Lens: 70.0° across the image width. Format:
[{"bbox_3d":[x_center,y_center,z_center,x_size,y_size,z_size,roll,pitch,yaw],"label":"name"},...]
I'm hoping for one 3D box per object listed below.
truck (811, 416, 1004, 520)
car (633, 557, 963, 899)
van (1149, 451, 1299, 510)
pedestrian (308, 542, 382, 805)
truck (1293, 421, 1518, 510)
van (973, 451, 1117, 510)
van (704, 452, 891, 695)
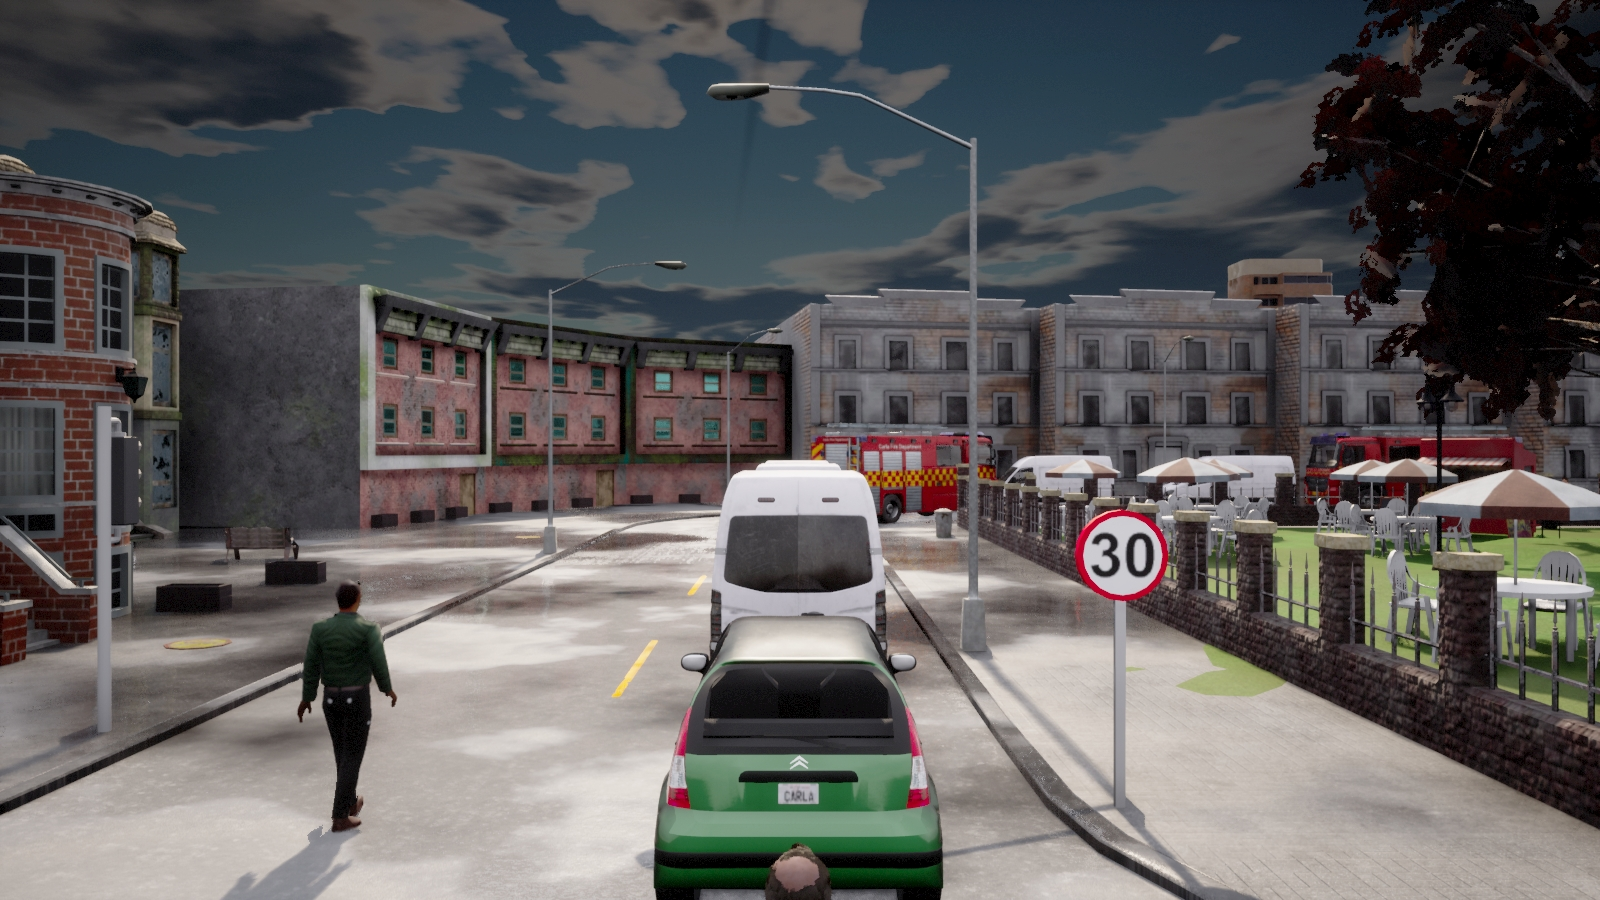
[{"bbox_3d":[4.502,0.672,46.247,8.468,3.827,2.891,0,0,-43],"label":"truck"},{"bbox_3d":[-0.015,1.779,8.404,1.851,1.617,3.988,0,0,0],"label":"car"},{"bbox_3d":[18.656,1.314,50.452,5.915,2.561,1.988,0,0,0],"label":"van"},{"bbox_3d":[-3.353,1.628,8.440,0.375,1.860,0.375,0,0,6],"label":"pedestrian"},{"bbox_3d":[26.739,0.670,50.713,8.468,3.827,2.891,0,0,0],"label":"truck"},{"bbox_3d":[10.768,1.314,50.430,5.915,2.561,1.988,0,0,0],"label":"van"},{"bbox_3d":[-0.025,1.315,15.105,1.988,2.561,5.915,0,0,0],"label":"van"}]
